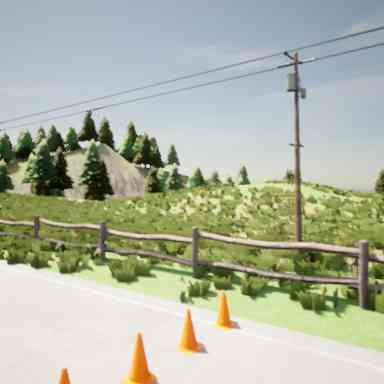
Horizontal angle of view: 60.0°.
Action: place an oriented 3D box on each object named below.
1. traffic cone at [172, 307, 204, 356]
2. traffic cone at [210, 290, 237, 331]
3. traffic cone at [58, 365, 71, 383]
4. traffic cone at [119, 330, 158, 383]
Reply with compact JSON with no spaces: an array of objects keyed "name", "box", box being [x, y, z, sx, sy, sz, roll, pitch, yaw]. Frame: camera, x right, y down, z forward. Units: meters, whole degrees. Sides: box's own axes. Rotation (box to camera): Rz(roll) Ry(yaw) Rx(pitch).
[{"name":"traffic cone","box":[-0.055,1.961,4.803,0.340,0.580,0.340,0,0,36]},{"name":"traffic cone","box":[0.529,1.961,5.616,0.340,0.580,0.340,0,0,36]},{"name":"traffic cone","box":[-1.221,1.961,3.179,0.340,0.580,0.340,0,0,36]},{"name":"traffic cone","box":[-0.638,1.961,3.991,0.340,0.580,0.340,0,0,36]}]
